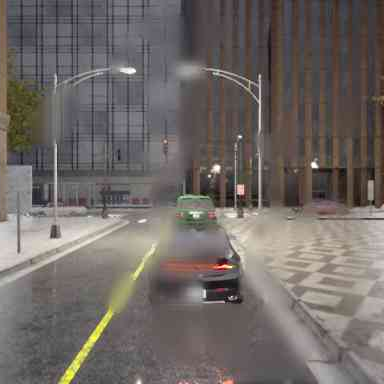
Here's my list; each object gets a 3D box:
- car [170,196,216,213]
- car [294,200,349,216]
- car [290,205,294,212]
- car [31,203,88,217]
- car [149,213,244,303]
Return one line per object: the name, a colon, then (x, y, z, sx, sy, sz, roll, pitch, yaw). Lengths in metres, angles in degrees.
car: (0.040, 1.216, 18.134, 2.150, 2.045, 5.566, 0, 0, -3)
car: (11.969, 1.513, 30.314, 4.181, 1.385, 1.994, 0, 0, 0)
car: (12.734, 1.482, 33.514, 5.357, 1.411, 2.033, 0, 0, 0)
car: (-12.054, 1.643, 30.320, 4.718, 1.301, 1.895, 0, 0, 0)
car: (0.082, 1.502, 8.143, 1.837, 1.490, 4.892, 0, 0, 0)
